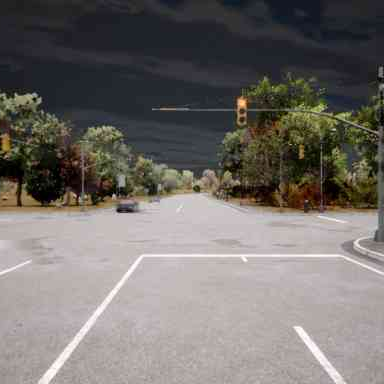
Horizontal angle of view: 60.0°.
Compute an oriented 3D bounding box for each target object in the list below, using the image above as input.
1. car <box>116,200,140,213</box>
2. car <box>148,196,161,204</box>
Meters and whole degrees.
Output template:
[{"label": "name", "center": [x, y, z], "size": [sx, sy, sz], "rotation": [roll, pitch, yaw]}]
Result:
[{"label": "car", "center": [-7.000, 1.548, 36.776], "size": [2.033, 1.411, 5.357], "rotation": [0, 0, 0]}, {"label": "car", "center": [-7.000, 1.411, 62.224], "size": [1.994, 1.385, 4.181], "rotation": [0, 0, 0]}]
